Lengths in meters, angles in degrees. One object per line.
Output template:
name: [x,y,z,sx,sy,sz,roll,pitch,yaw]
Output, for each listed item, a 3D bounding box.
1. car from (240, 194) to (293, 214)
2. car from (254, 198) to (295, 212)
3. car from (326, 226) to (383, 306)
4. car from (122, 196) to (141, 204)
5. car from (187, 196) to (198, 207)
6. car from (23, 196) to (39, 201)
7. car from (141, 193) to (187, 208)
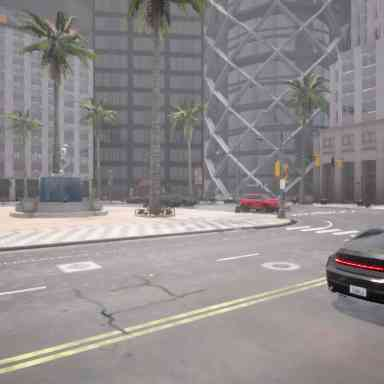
car: [7.769,1.222,36.413,2.150,2.045,5.566,0,0,-37]
car: [9.723,1.526,39.590,1.812,1.442,4.674,0,0,-38]
car: [4.923,1.505,7.306,4.892,1.490,1.837,0,0,-35]
car: [-10.489,1.477,61.382,5.008,1.535,1.882,0,0,12]
car: [-1.854,1.221,50.673,5.566,2.045,2.150,0,0,28]
car: [-28.455,1.491,61.342,4.902,1.511,2.128,0,0,-10]
car: [-4.028,1.219,47.949,5.566,2.045,2.150,0,0,26]
